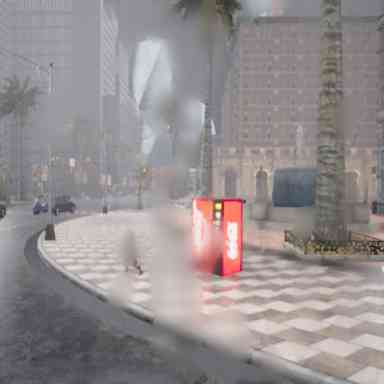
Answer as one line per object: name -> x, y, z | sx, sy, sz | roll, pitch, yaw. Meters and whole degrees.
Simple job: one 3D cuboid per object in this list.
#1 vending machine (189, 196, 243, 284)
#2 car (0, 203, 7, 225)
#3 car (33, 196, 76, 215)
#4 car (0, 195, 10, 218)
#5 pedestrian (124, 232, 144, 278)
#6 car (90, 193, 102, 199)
vending machine -> 0.641, 1.160, 8.714 | 1.100, 2.100, 0.880 | 0, 0, -43
car -> -11.732, 1.061, 17.098 | 2.150, 2.045, 5.566 | 0, 0, -13
car -> -12.432, 1.125, 30.357 | 2.097, 1.767, 4.553 | 0, 0, 5
car -> -15.744, 1.130, 24.679 | 2.097, 1.767, 4.553 | 0, 0, -2
pedestrian -> -1.409, 1.476, 7.951 | 0.500, 1.100, 0.500 | 0, 0, -42
car -> -24.285, 0.952, 84.685 | 2.161, 1.482, 4.786 | 0, 0, 1
